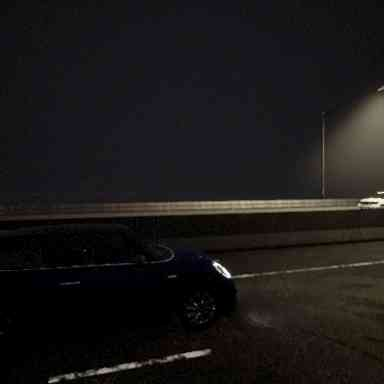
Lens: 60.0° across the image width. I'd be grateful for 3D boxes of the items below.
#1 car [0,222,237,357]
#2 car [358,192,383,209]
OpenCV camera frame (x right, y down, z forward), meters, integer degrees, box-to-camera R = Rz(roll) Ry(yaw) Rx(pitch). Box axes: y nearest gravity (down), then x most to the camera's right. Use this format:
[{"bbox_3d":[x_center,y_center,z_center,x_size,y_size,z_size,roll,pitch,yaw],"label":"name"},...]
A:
[{"bbox_3d":[-1.523,1.345,5.780,4.553,1.767,2.097,0,0,-19],"label":"car"},{"bbox_3d":[18.448,0.984,31.463,5.566,2.045,2.150,0,0,-19],"label":"car"}]
